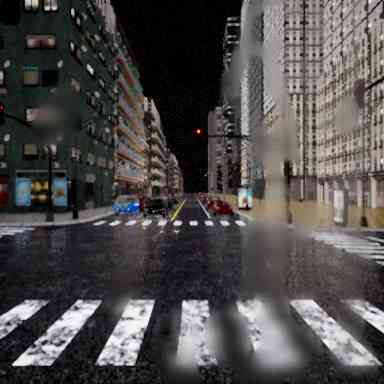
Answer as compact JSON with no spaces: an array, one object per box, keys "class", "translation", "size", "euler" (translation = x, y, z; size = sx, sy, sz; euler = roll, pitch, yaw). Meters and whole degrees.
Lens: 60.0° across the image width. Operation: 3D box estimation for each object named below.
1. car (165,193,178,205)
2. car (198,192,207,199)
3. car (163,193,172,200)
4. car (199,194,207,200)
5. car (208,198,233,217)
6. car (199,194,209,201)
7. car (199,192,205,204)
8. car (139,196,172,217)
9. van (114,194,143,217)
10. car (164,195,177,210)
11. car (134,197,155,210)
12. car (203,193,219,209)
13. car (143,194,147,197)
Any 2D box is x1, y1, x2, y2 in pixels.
[{"class":"car","translation":[-3.142,1.303,51.055],"size":[1.994,1.385,4.181],"euler":[0,0,0]},{"class":"car","translation":[2.607,0.904,84.661],"size":[2.192,1.841,5.009],"euler":[0,0,0]},{"class":"car","translation":[-5.768,1.053,79.126],"size":[1.967,1.590,4.097],"euler":[0,0,0]},{"class":"car","translation":[2.612,1.195,79.135],"size":[1.802,1.307,4.206],"euler":[0,0,0]},{"class":"car","translation":[2.666,1.428,29.386],"size":[1.802,1.307,4.206],"euler":[0,0,0]},{"class":"car","translation":[2.618,1.182,73.607],"size":[1.887,1.381,4.507],"euler":[0,0,0]},{"class":"car","translation":[2.637,1.151,57.024],"size":[1.967,1.590,4.097],"euler":[0,0,0]},{"class":"car","translation":[-3.122,1.351,29.333],"size":[1.837,1.490,4.892],"euler":[0,0,0]},{"class":"van","translation":[-5.713,1.187,29.377],"size":[1.690,1.788,3.998],"euler":[0,0,0]},{"class":"car","translation":[-3.132,1.398,39.204],"size":[1.895,1.301,4.718],"euler":[0,0,0]},{"class":"car","translation":[-5.727,1.336,40.434],"size":[1.887,1.381,4.507],"euler":[0,0,0]},{"class":"car","translation":[2.655,1.231,40.442],"size":[1.967,1.590,4.097],"euler":[0,0,0]},{"class":"car","translation":[-5.719,1.134,34.905],"size":[2.192,1.841,5.009],"euler":[0,0,0]}]
